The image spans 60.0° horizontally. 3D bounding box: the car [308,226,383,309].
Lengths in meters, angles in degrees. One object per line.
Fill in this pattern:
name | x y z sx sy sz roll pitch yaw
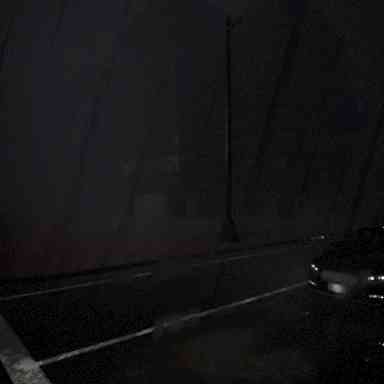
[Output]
car | 4.668 1.603 7.965 4.902 1.511 2.128 1 -1 -40
